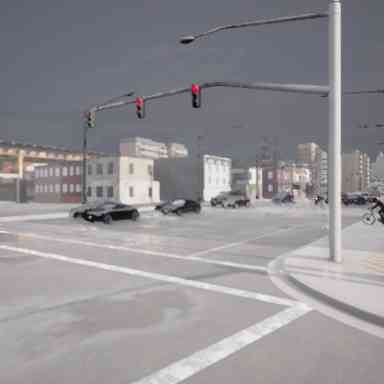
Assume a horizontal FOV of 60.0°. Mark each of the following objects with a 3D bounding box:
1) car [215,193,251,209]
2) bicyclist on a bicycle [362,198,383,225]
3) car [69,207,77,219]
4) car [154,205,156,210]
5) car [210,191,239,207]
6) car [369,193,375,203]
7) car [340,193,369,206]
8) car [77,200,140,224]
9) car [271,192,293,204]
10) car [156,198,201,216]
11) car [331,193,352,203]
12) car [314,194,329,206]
[{"bbox_3d":[5.267,1.206,39.700,2.128,1.511,4.902,0,1,36],"label":"car"},{"bbox_3d":[10.930,1.156,19.568,1.656,1.620,0.582,-1,0,36],"label":"bicyclist on a bicycle"},{"bbox_3d":[-7.857,1.458,27.756,2.128,1.511,4.902,0,0,36],"label":"car"},{"bbox_3d":[-1.696,1.379,36.150,2.033,1.411,5.357,0,1,37],"label":"car"},{"bbox_3d":[4.627,0.889,44.743,2.150,2.045,5.566,0,1,37],"label":"car"},{"bbox_3d":[26.918,0.892,51.293,1.812,1.442,4.674,0,0,36],"label":"car"},{"bbox_3d":[21.270,1.040,43.499,2.033,1.411,5.357,0,1,37],"label":"car"},{"bbox_3d":[-5.863,1.531,24.555,1.994,1.385,4.181,0,0,36],"label":"car"},{"bbox_3d":[13.980,0.843,51.443,2.097,1.767,4.553,0,1,37],"label":"car"},{"bbox_3d":[-0.919,1.398,31.289,1.812,1.442,4.674,0,1,36],"label":"car"},{"bbox_3d":[24.097,0.924,53.364,2.033,1.411,5.357,0,0,36],"label":"car"},{"bbox_3d":[18.003,1.019,44.976,1.837,1.490,4.892,0,1,37],"label":"car"}]
